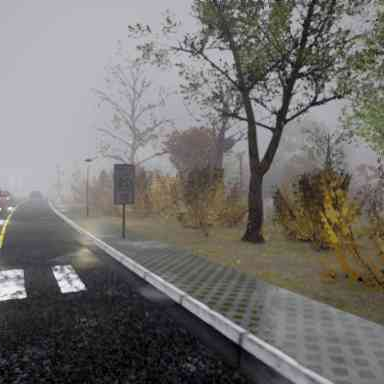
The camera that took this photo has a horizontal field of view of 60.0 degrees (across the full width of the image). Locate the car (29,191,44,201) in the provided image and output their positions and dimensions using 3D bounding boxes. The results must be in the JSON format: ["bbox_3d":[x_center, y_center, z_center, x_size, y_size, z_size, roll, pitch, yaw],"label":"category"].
[{"bbox_3d":[-25.153,0.564,53.800,1.882,1.535,5.008,1,0,-23],"label":"car"}]

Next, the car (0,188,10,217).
[{"bbox_3d":[-14.935,0.692,24.450,2.150,2.045,5.566,1,0,-26],"label":"car"}]

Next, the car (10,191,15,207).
[{"bbox_3d":[-20.518,0.645,36.117,2.097,1.767,4.553,1,0,-24],"label":"car"}]
